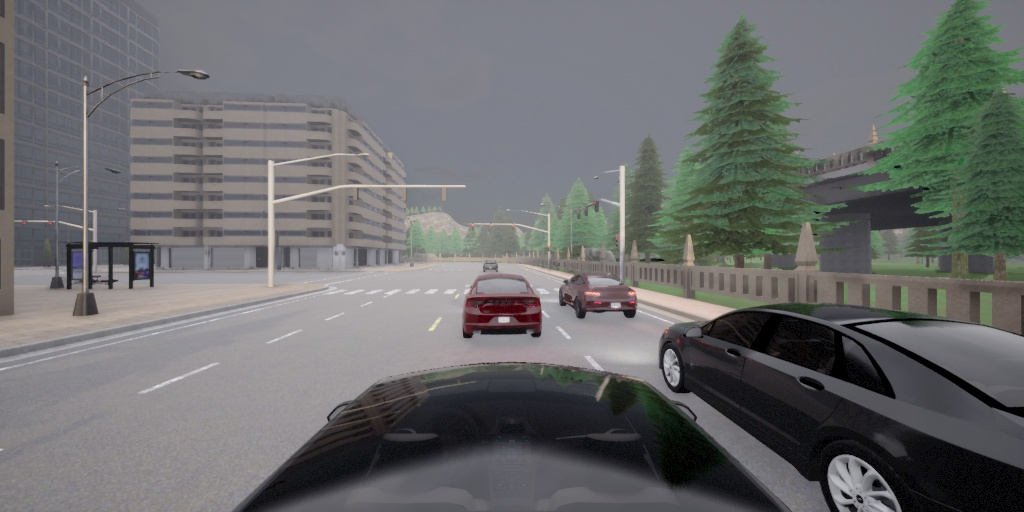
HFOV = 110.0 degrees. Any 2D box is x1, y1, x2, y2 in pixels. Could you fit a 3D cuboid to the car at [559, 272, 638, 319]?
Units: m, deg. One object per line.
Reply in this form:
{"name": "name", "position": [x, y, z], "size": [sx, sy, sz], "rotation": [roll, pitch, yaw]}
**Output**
{"name": "car", "position": [2.912, 1.278, 12.803], "size": [1.812, 1.442, 4.674], "rotation": [0, 0, -3]}

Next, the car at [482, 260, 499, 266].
{"name": "car", "position": [-2.722, 1.249, 45.548], "size": [2.128, 1.511, 4.902], "rotation": [0, 0, -4]}

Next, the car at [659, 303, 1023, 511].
{"name": "car", "position": [3.254, 1.255, 3.812], "size": [1.837, 1.490, 4.892], "rotation": [0, 0, 0]}

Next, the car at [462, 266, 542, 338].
{"name": "car", "position": [-0.348, 1.229, 10.225], "size": [1.882, 1.535, 5.008], "rotation": [0, 0, -4]}
